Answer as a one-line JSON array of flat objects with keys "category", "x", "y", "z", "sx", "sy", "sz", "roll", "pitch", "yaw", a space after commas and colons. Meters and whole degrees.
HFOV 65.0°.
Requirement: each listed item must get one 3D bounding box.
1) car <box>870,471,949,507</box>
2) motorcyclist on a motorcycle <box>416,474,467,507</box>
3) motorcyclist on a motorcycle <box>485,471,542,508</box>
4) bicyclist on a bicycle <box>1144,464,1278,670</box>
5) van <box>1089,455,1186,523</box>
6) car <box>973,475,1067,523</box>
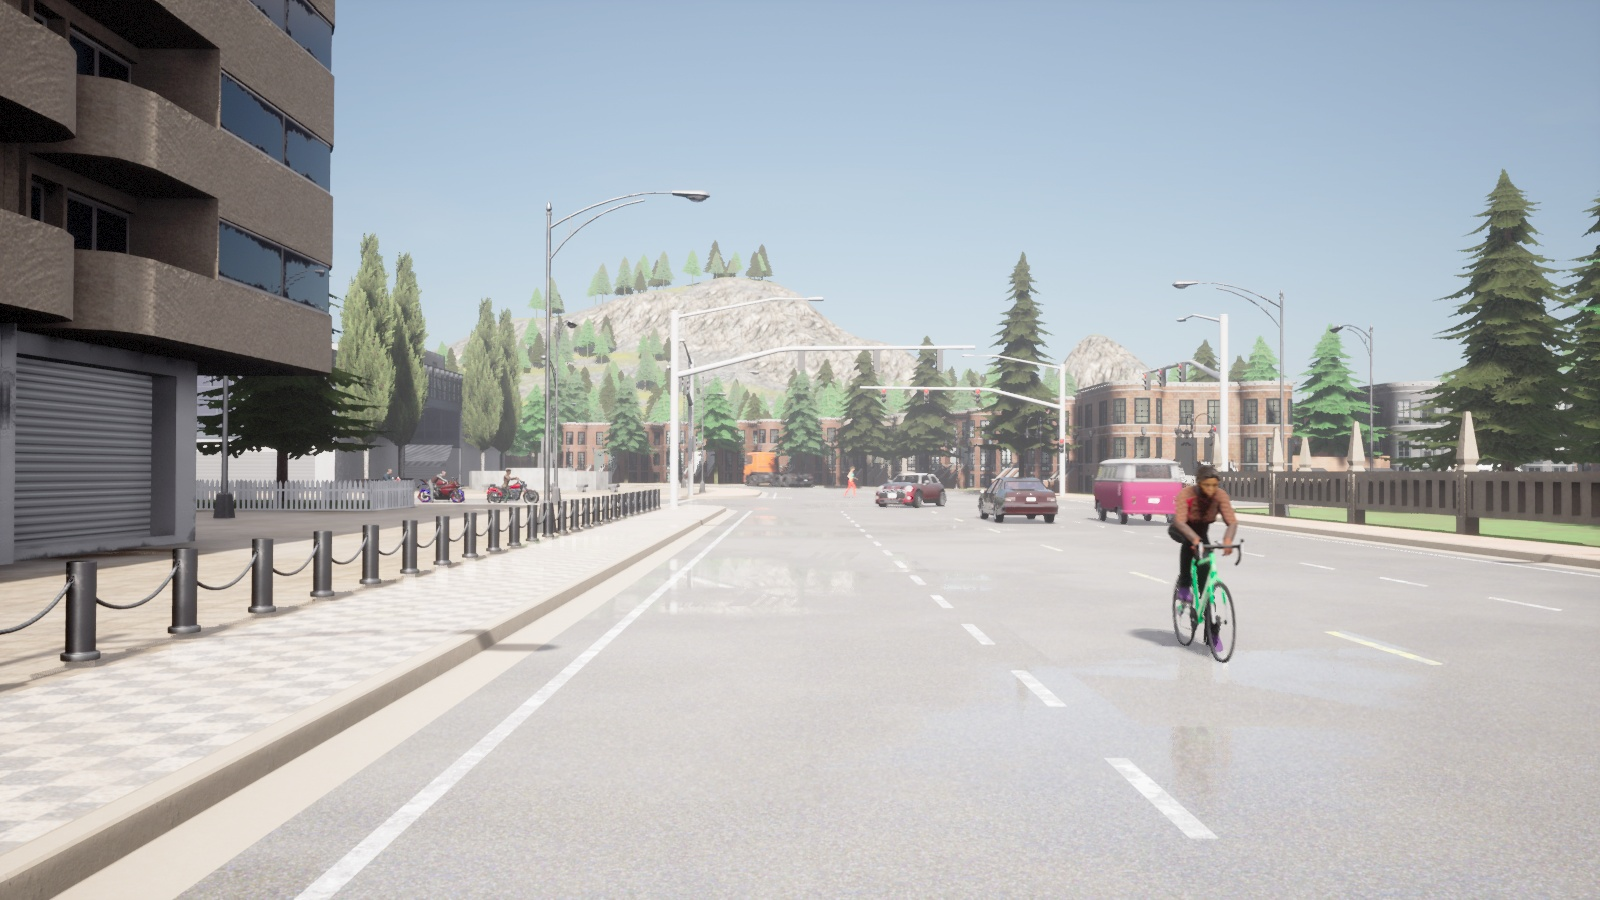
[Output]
[{"category": "car", "x": 4.807, "y": 1.676, "z": 54.642, "sx": 1.970, "sy": 1.475, "sz": 3.806, "roll": -1, "pitch": -1, "yaw": 30}, {"category": "motorcyclist on a motorcycle", "x": -16.851, "y": 1.906, "z": 59.067, "sx": 2.191, "sy": 1.530, "sz": 0.866, "roll": 0, "pitch": -1, "yaw": 0}, {"category": "motorcyclist on a motorcycle", "x": -12.683, "y": 1.747, "z": 55.582, "sx": 2.350, "sy": 1.649, "sz": 0.766, "roll": 0, "pitch": -1, "yaw": 0}, {"category": "bicyclist on a bicycle", "x": 3.472, "y": 0.934, "z": 10.744, "sx": 0.582, "sy": 1.620, "sz": 1.656, "roll": 0, "pitch": -1, "yaw": 0}, {"category": "van", "x": 10.401, "y": 1.180, "z": 39.035, "sx": 1.775, "sy": 1.987, "sz": 4.442, "roll": 0, "pitch": -1, "yaw": 0}, {"category": "car", "x": 6.898, "y": 1.504, "z": 39.958, "sx": 2.033, "sy": 1.411, "sz": 5.357, "roll": 0, "pitch": -1, "yaw": 0}]
